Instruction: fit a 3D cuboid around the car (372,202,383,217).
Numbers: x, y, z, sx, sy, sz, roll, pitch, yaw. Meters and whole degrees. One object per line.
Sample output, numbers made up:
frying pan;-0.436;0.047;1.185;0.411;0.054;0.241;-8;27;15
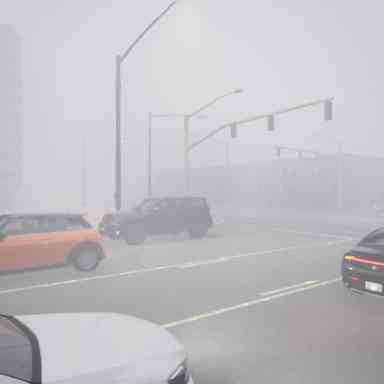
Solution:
car;18.059;1.350;29.655;4.553;1.767;2.097;0;0;-35

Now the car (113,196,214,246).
car;-1.522;1.221;15.765;5.566;2.045;2.150;0;0;-36

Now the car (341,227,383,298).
car;5.341;1.505;7.551;4.892;1.490;1.837;0;0;-35

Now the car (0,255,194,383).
car;-2.137;1.526;2.224;4.674;1.442;1.812;0;0;-35

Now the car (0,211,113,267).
car;-4.814;1.352;9.154;4.553;1.767;2.097;0;0;-35
